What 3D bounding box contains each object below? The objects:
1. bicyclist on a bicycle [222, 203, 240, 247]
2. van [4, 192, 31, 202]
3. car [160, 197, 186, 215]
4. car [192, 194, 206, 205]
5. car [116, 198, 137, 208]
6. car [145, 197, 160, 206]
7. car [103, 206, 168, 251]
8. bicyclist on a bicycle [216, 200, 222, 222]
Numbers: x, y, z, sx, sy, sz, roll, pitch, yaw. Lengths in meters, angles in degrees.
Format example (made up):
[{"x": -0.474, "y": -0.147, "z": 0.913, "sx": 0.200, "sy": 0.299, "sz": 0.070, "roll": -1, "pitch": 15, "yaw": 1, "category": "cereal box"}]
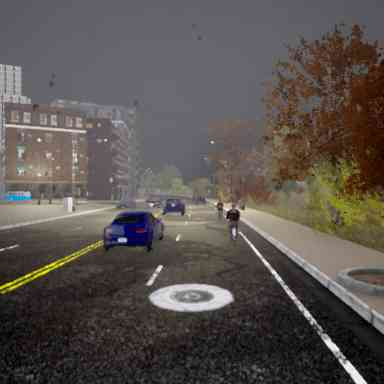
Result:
[{"x": 1.751, "y": 1.362, "z": 14.176, "sx": 0.659, "sy": 1.776, "sz": 1.843, "roll": 0, "pitch": 0, "yaw": 2, "category": "bicyclist on a bicycle"}, {"x": -29.547, "y": 0.861, "z": 56.612, "sx": 3.998, "sy": 1.788, "sz": 1.690, "roll": 1, "pitch": -1, "yaw": -30, "category": "van"}, {"x": -1.740, "y": 1.330, "z": 33.726, "sx": 2.097, "sy": 1.767, "sz": 4.553, "roll": 0, "pitch": 0, "yaw": 1, "category": "car"}, {"x": 1.406, "y": 1.447, "z": 59.477, "sx": 1.837, "sy": 1.490, "sz": 4.892, "roll": 0, "pitch": -2, "yaw": -1, "category": "car"}, {"x": -8.288, "y": 1.519, "z": 42.699, "sx": 2.033, "sy": 1.411, "sz": 5.357, "roll": 0, "pitch": 0, "yaw": 1, "category": "car"}, {"x": -5.048, "y": 1.461, "z": 43.807, "sx": 2.128, "sy": 1.511, "sz": 4.902, "roll": 0, "pitch": 0, "yaw": 1, "category": "car"}, {"x": -2.312, "y": 1.517, "z": 13.893, "sx": 1.812, "sy": 1.442, "sz": 4.674, "roll": 0, "pitch": 0, "yaw": 3, "category": "car"}, {"x": 2.133, "y": 1.436, "z": 25.216, "sx": 0.582, "sy": 1.620, "sz": 1.656, "roll": 0, "pitch": 0, "yaw": 1, "category": "bicyclist on a bicycle"}]
